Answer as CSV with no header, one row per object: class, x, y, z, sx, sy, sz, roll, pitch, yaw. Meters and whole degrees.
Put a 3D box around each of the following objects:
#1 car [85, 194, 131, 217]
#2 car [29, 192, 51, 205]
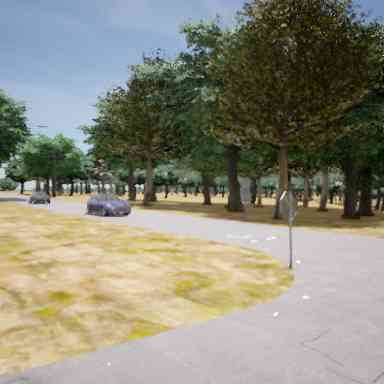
car,-6.698,0.956,26.428,2.097,1.767,4.553,0,1,-40
car,-19.309,0.726,42.214,1.837,1.490,4.892,0,1,-37
